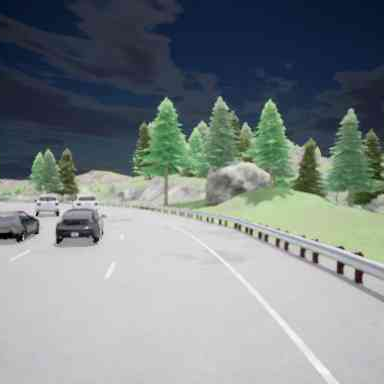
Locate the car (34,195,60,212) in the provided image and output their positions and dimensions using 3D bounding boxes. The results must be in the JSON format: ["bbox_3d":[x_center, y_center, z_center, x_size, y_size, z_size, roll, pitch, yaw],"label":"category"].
[{"bbox_3d":[-14.942,1.341,34.360,2.150,2.045,5.566,0,0,-25],"label":"car"}]

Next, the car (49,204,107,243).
[{"bbox_3d":[-5.404,1.553,16.406,1.837,1.490,4.892,0,0,-11],"label":"car"}]

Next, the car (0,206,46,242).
[{"bbox_3d":[-9.007,1.630,16.615,1.994,1.385,4.181,0,0,-11],"label":"car"}]

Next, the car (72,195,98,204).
[{"bbox_3d":[-10.909,1.321,33.866,2.150,2.045,5.566,0,0,-23],"label":"car"}]
